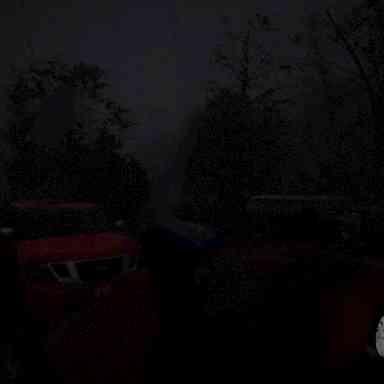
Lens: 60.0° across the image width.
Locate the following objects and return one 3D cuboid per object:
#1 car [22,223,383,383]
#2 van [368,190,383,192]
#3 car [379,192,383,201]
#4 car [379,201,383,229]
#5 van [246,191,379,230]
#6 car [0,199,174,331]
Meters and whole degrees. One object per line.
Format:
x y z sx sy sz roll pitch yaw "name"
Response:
0.807 1.452 4.244 5.008 1.535 1.882 -1 1 -35 "car"
10.850 0.876 17.463 1.878 1.987 4.442 -2 1 -35 "van"
8.539 1.053 15.634 2.185 1.767 4.553 -2 1 -35 "car"
6.310 1.278 14.123 2.163 1.488 4.792 -2 1 -35 "car"
4.090 1.096 12.358 1.878 1.987 4.442 -2 1 -35 "van"
-2.977 1.214 7.436 2.435 2.045 5.566 -1 0 -35 "car"
